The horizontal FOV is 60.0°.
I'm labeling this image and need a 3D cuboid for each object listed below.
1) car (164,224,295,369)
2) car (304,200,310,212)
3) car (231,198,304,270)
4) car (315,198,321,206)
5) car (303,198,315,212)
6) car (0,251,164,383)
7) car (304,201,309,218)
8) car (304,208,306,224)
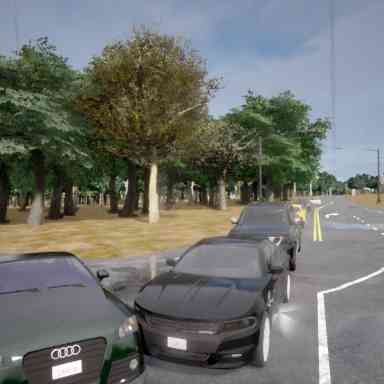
[{"bbox_3d":[0.724,1.613,6.295,1.882,1.535,5.008,-1,-2,21],"label":"car"},{"bbox_3d":[9.383,1.726,29.990,1.812,1.442,4.674,-1,0,20],"label":"car"},{"bbox_3d":[2.835,1.460,12.438,2.150,2.045,5.566,-2,0,20],"label":"car"},{"bbox_3d":[21.926,1.739,59.543,1.812,1.442,4.674,-1,0,27],"label":"car"},{"bbox_3d":[14.116,1.579,42.445,2.097,1.767,4.553,-1,0,22],"label":"car"},{"bbox_3d":[-2.320,1.643,4.992,1.994,1.385,4.181,2,-2,-33],"label":"car"},{"bbox_3d":[7.192,1.664,24.104,1.882,1.535,5.008,-1,0,20],"label":"car"},{"bbox_3d":[5.053,1.775,18.346,1.895,1.301,4.718,-1,0,21],"label":"car"}]
